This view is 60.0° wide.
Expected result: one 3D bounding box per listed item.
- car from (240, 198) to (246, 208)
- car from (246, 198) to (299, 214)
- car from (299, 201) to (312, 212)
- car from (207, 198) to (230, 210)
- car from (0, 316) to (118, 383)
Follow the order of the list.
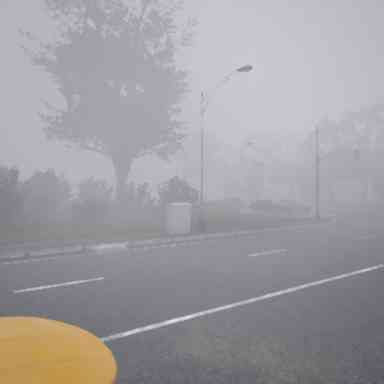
[{"bbox_3d":[6.143,1.490,45.889,2.128,1.511,4.902,0,0,-33],"label":"car"},{"bbox_3d":[8.508,1.485,35.640,1.882,1.535,5.008,0,0,-32],"label":"car"},{"bbox_3d":[11.238,1.486,37.870,1.882,1.535,5.008,0,0,-32],"label":"car"},{"bbox_3d":[3.504,1.600,43.532,1.895,1.301,4.718,0,0,-33],"label":"car"},{"bbox_3d":[-2.839,1.477,1.723,5.008,1.535,1.882,0,0,-35],"label":"car"}]
